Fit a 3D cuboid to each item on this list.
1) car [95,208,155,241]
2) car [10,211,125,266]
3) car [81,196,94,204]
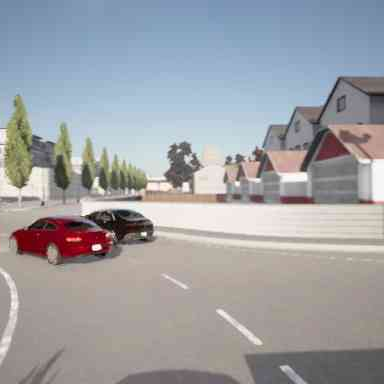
[{"bbox_3d":[-3.822,1.501,15.407,4.892,1.490,1.837,0,1,41],"label":"car"},{"bbox_3d":[-4.637,1.545,11.610,4.674,1.442,1.812,-1,0,40],"label":"car"},{"bbox_3d":[-19.552,1.560,62.457,1.812,1.442,4.674,-1,0,-2],"label":"car"}]
